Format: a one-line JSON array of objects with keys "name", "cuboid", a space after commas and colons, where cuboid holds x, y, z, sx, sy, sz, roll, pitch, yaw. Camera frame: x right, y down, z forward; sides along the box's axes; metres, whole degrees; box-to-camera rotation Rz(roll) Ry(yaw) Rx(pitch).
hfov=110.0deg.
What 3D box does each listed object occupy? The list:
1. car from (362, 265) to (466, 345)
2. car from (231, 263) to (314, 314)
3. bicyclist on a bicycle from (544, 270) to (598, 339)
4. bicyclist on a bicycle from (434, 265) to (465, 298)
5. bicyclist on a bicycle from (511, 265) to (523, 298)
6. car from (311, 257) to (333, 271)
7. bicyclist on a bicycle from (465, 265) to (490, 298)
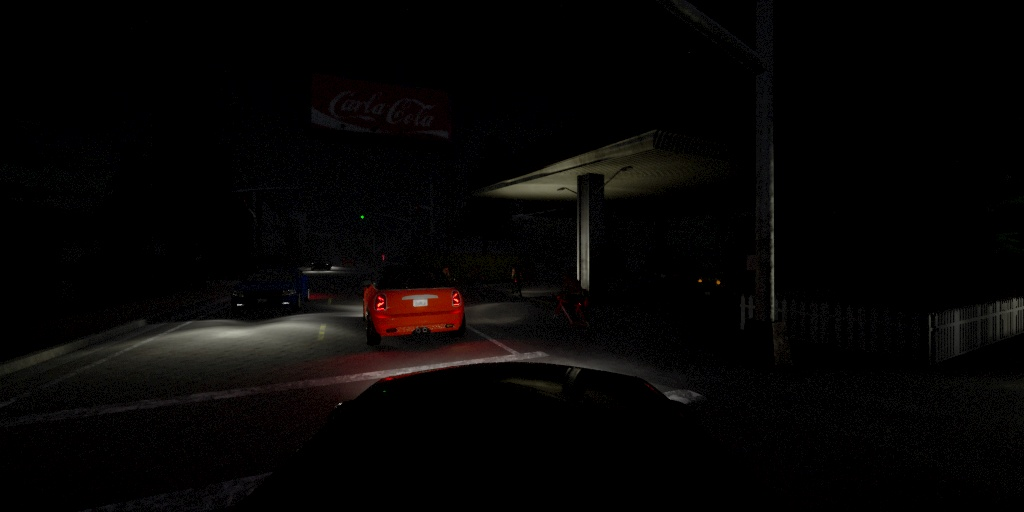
[{"name": "car", "cuboid": [-2.779, 1.001, 9.478, 2.097, 1.767, 4.553, 0, 0, -24]}, {"name": "car", "cuboid": [-8.880, 1.146, 13.525, 1.882, 1.535, 5.008, 1, -1, -25]}, {"name": "bicyclist on a bicycle", "cuboid": [1.450, 1.180, 8.915, 0.582, 1.620, 1.656, 3, -2, -44]}, {"name": "bicyclist on a bicycle", "cuboid": [-3.117, 1.235, 16.490, 1.656, 1.620, 0.582, 1, 0, 35]}, {"name": "bicyclist on a bicycle", "cuboid": [0.252, 1.270, 18.092, 0.582, 1.620, 1.656, 0, 0, 14]}, {"name": "car", "cuboid": [-24.746, 0.967, 46.478, 2.097, 1.767, 4.553, 0, 0, -25]}, {"name": "bicyclist on a bicycle", "cuboid": [-1.853, 1.265, 17.912, 1.656, 1.620, 0.582, 1, 0, -23]}]
